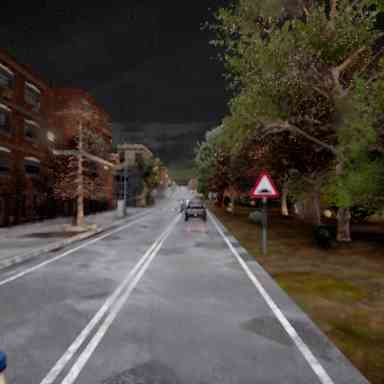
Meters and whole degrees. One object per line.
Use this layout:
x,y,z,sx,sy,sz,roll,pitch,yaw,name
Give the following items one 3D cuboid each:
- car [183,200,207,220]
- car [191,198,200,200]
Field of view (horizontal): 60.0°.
0.327,1.741,30.612,2.128,1.511,4.902,0,0,1,car
0.493,1.712,49.028,2.097,1.767,4.553,0,0,-1,car
